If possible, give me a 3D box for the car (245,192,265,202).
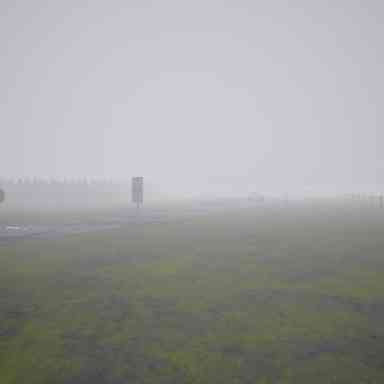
[{"bbox_3d":[10.244,0.760,54.079,2.097,1.767,4.553,0,1,31],"label":"car"}]
